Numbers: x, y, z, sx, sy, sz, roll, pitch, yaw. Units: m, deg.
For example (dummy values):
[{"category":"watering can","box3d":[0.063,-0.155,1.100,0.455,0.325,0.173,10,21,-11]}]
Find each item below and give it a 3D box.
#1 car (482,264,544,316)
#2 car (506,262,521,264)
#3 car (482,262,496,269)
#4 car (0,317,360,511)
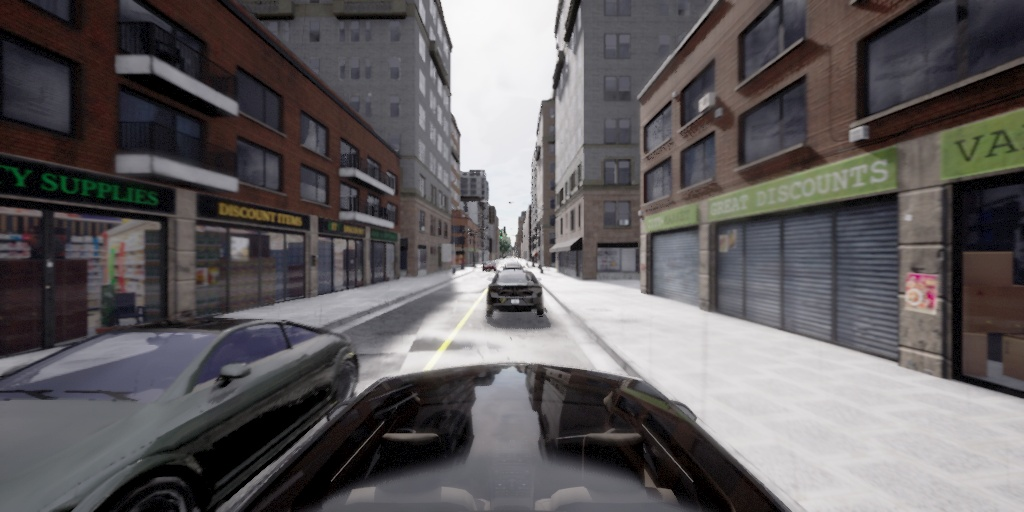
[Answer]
[{"category":"car","box3d":[0.101,1.243,13.456,1.882,1.535,5.008,0,0,0]},{"category":"car","box3d":[0.103,1.297,31.531,1.837,1.490,4.892,0,0,0]},{"category":"car","box3d":[-2.994,1.479,48.230,1.895,1.301,4.718,0,0,0]},{"category":"car","box3d":[-3.100,1.316,3.296,1.994,1.385,4.181,0,0,0]}]
